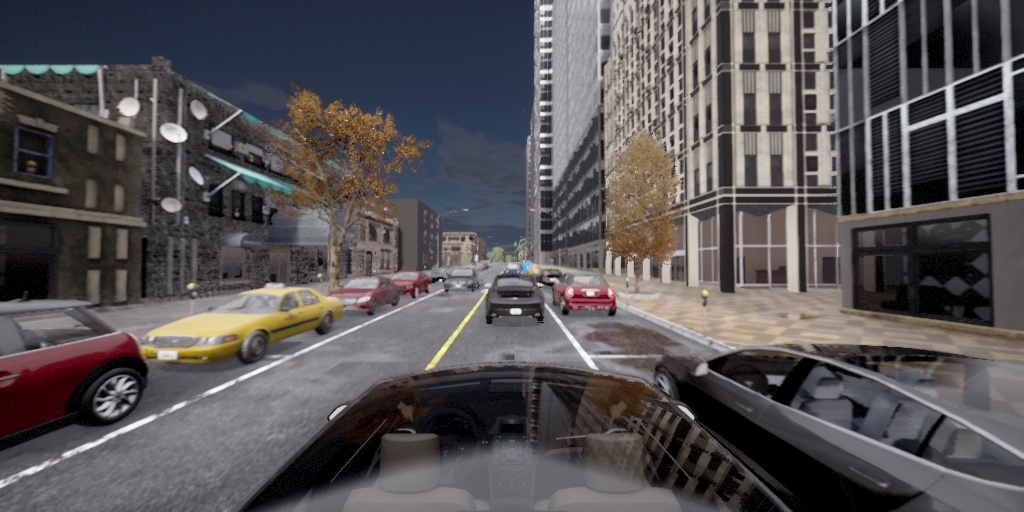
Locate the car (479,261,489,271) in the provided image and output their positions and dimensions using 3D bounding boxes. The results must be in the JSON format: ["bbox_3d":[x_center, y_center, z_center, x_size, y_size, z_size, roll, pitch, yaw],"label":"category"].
[{"bbox_3d":[-5.700,1.976,64.935,1.802,1.307,4.207,0,0,0],"label":"car"}]

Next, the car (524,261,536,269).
[{"bbox_3d":[2.652,1.687,42.476,1.751,1.417,4.829,0,0,0],"label":"car"}]

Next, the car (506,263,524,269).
[{"bbox_3d":[0.096,1.751,41.150,1.895,1.301,4.718,0,-1,0],"label":"car"}]

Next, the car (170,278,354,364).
[{"bbox_3d":[-5.691,1.344,8.327,1.751,1.417,4.829,0,0,0],"label":"car"}]

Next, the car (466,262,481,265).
[{"bbox_3d":[-5.697,1.771,48.003,2.007,1.370,4.403,0,0,0],"label":"car"}]

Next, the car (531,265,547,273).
[{"bbox_3d":[2.654,1.556,25.375,1.948,1.339,4.313,0,0,0],"label":"car"}]

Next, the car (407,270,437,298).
[{"bbox_3d":[-5.693,1.478,19.784,1.888,1.381,4.507,0,0,0],"label":"car"}]

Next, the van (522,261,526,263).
[{"bbox_3d":[2.648,1.734,64.881,1.690,1.789,3.998,0,0,0],"label":"van"}]

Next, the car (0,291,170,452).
[{"bbox_3d":[-5.690,1.202,2.853,1.967,1.591,4.097,0,0,0],"label":"car"}]

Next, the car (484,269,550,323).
[{"bbox_3d":[0.072,1.366,12.706,1.837,1.490,4.892,0,-1,-1],"label":"car"}]

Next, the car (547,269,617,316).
[{"bbox_3d":[2.656,1.315,14.087,1.967,1.591,4.097,0,0,0],"label":"car"}]

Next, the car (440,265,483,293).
[{"bbox_3d":[-3.099,1.491,22.970,1.812,1.442,4.674,0,-1,0],"label":"car"}]

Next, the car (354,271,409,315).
[{"bbox_3d":[-5.692,1.458,14.140,1.802,1.307,4.207,0,0,0],"label":"car"}]

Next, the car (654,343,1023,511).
[{"bbox_3d":[2.658,1.327,2.799,1.948,1.339,4.313,0,0,0],"label":"car"}]

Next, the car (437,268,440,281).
[{"bbox_3d":[-5.695,1.614,31.071,1.948,1.339,4.313,0,0,0],"label":"car"}]
